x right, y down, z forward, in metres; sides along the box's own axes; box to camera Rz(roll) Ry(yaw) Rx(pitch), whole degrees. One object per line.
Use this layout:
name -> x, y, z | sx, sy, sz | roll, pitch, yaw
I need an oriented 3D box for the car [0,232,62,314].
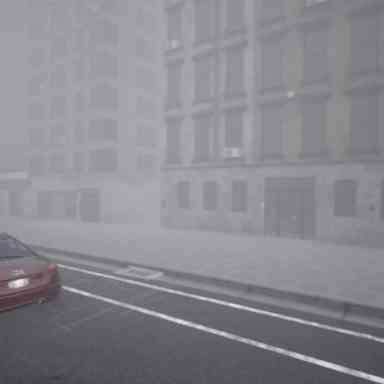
car -> -4.568, 1.512, 6.831 | 4.181, 1.385, 1.994 | 0, 0, 36
